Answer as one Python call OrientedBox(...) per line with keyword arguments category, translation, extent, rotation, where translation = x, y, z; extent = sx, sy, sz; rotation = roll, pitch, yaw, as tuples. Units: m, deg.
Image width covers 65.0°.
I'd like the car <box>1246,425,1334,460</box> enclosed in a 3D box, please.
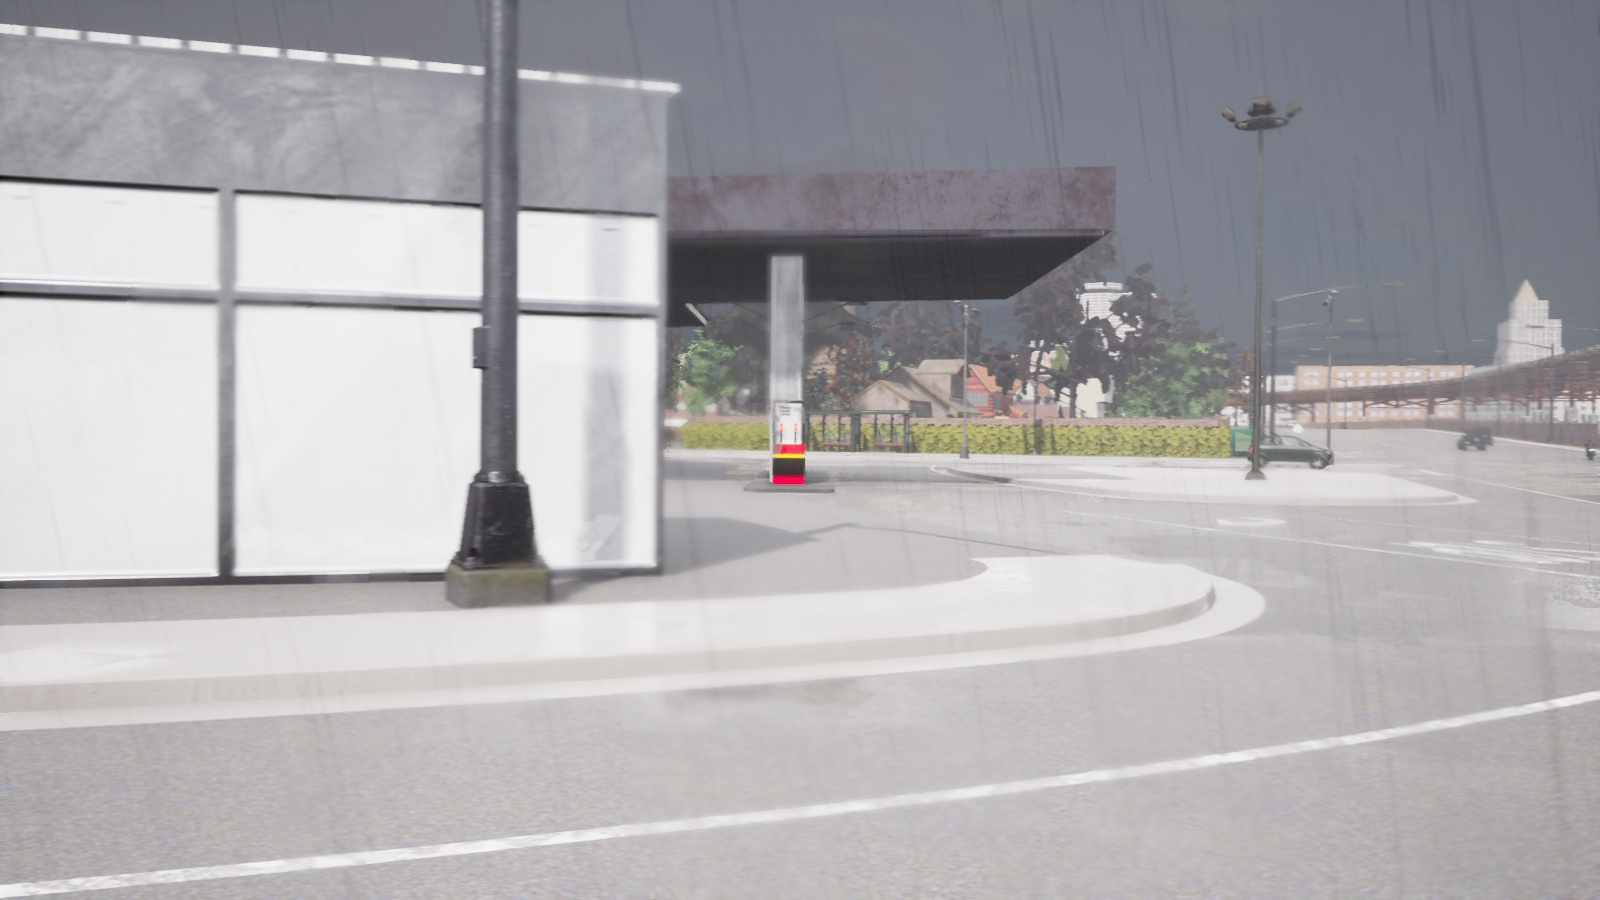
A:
OrientedBox(category="car", translation=(22.744, -0.365, 58.429), extent=(3.705, 1.549, 1.789), rotation=(-1, 1, 19))
